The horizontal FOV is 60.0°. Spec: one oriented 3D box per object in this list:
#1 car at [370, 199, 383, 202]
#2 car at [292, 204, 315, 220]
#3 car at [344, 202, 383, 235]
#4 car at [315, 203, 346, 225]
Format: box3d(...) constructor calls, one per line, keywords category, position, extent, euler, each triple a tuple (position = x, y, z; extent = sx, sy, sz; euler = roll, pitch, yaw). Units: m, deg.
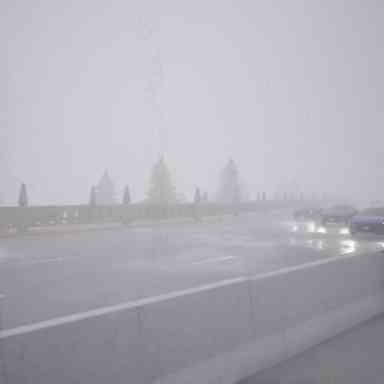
box3d(category="car", position=(35.004, 1.917, 63.017), extent=(1.895, 1.301, 4.718), euler=(0, 0, 36))
box3d(category="car", position=(10.680, 1.775, 29.875), extent=(1.895, 1.301, 4.718), euler=(0, -1, 37))
box3d(category="car", position=(10.419, 1.569, 18.595), extent=(1.882, 1.535, 5.008), euler=(0, 0, 42))
box3d(category="car", position=(11.189, 1.612, 24.867), extent=(1.882, 1.535, 5.008), euler=(0, 0, 38))
